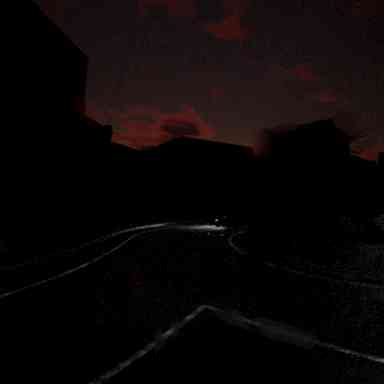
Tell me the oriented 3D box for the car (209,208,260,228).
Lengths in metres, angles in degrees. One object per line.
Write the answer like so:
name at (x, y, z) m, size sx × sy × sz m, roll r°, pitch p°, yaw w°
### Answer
car at (3.281, 1.901, 25.361) m, size 4.181 × 1.385 × 1.994 m, roll 2°, pitch -1°, yaw -41°
